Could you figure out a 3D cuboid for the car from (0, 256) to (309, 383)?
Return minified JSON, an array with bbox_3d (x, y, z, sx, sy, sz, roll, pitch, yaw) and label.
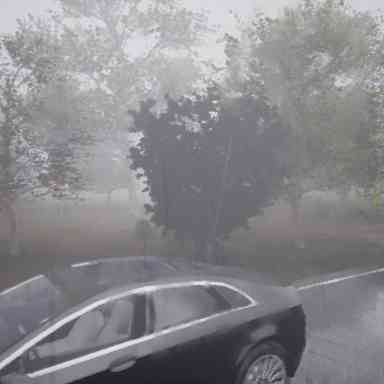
[{"bbox_3d":[-0.961,1.479,3.156,4.902,1.511,2.128,0,0,-35],"label":"car"}]
